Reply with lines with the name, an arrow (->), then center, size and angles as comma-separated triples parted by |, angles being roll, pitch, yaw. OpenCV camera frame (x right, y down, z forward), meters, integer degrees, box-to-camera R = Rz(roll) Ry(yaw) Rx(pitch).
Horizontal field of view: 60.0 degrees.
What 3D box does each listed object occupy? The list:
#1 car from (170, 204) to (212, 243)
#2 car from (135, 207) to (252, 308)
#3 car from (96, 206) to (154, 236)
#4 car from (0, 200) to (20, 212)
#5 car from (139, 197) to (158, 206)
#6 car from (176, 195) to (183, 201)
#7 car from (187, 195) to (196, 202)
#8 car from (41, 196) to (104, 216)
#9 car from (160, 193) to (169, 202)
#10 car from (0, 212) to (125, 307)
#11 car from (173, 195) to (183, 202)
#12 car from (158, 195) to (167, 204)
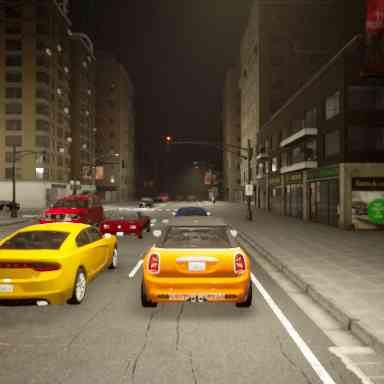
car -> -0.035, 1.499, 17.383 | 1.882, 1.535, 5.008 | 0, 0, 0
car -> 0.083, 1.362, 8.119 | 2.097, 1.767, 4.553 | 0, 0, 0
car -> -3.285, 1.622, 17.384 | 1.895, 1.301, 4.718 | 0, 0, 0
car -> -22.227, 1.639, 38.467 | 4.313, 1.339, 1.947 | 0, 0, 0
car -> -6.696, 1.564, 49.328 | 2.128, 1.511, 4.902 | 0, 0, 0
car -> -3.434, 1.521, 90.748 | 1.882, 1.535, 5.008 | 0, 0, 0
car -> -0.163, 1.488, 80.720 | 2.097, 1.767, 4.553 | 0, 0, 0
car -> -6.638, 1.245, 19.096 | 2.150, 2.045, 5.566 | 0, 0, 0
car -> -6.658, 1.353, 77.928 | 2.150, 2.045, 5.566 | 0, 0, 0
car -> -3.166, 1.487, 8.128 | 1.882, 1.535, 5.008 | 0, 0, 0
car -> -3.412, 1.631, 80.326 | 1.837, 1.490, 4.892 | 0, 0, 0
car -> -6.658, 1.707, 67.087 | 1.895, 1.301, 4.718 | 0, 0, 0
